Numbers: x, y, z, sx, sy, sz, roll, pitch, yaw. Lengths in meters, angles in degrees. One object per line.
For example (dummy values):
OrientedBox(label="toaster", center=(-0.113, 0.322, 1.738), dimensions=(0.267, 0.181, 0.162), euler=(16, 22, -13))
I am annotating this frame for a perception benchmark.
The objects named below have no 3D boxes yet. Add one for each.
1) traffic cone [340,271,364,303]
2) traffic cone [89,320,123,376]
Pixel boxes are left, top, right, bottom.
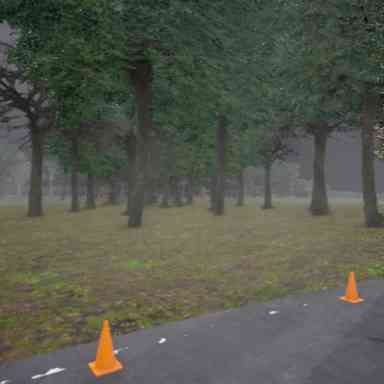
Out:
OrientedBox(label="traffic cone", center=(3.345, 1.956, 6.955), dimensions=(0.340, 0.580, 0.340), euler=(0, 0, -29))
OrientedBox(label="traffic cone", center=(-1.096, 1.936, 4.244), dimensions=(0.340, 0.580, 0.340), euler=(0, 0, -34))
